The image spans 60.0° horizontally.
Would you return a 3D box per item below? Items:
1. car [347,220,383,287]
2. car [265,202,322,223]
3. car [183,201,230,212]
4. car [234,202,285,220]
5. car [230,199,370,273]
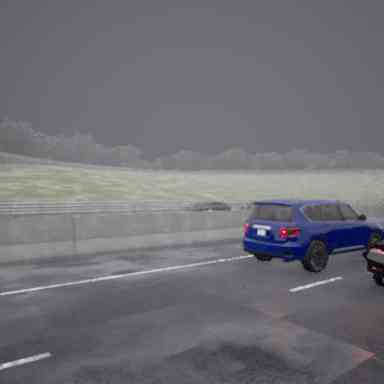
[{"bbox_3d":[6.223,1.528,8.193,4.902,1.511,2.128,0,0,-36],"label":"car"},{"bbox_3d":[8.353,1.606,27.163,4.892,1.490,1.837,0,0,-35],"label":"car"},{"bbox_3d":[1.458,1.587,30.840,4.892,1.490,1.837,0,0,-35],"label":"car"},{"bbox_3d":[6.083,1.625,29.843,4.674,1.442,1.812,0,0,-36],"label":"car"},{"bbox_3d":[4.156,1.258,11.018,5.566,2.045,2.150,0,0,-36],"label":"car"}]
